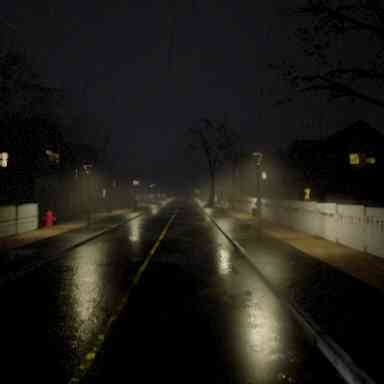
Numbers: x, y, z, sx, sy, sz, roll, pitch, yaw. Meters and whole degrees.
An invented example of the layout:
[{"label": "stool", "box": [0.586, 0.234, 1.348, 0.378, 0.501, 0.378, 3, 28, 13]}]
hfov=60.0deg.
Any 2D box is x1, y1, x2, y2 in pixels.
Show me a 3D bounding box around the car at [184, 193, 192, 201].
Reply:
[{"label": "car", "box": [-1.102, 1.543, 89.186, 2.033, 1.411, 5.357, -1, 0, -1]}]
